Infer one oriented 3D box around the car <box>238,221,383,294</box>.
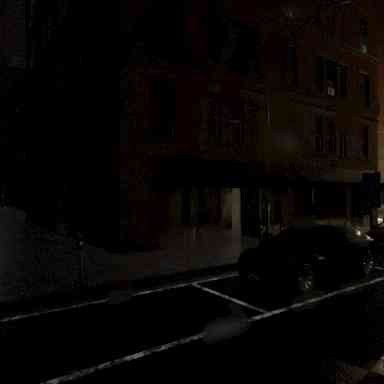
[{"bbox_3d":[3.166,1.566,8.802,4.313,1.339,1.947,0,0,-36],"label":"car"}]
